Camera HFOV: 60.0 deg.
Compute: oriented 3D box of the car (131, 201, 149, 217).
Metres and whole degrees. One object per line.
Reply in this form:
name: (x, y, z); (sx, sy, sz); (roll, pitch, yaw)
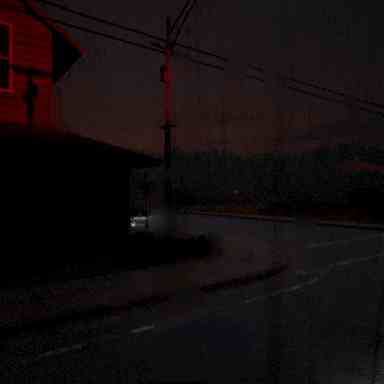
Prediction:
car: (-5.984, 1.500, 30.555); (2.033, 1.411, 5.357); (0, 0, -36)
